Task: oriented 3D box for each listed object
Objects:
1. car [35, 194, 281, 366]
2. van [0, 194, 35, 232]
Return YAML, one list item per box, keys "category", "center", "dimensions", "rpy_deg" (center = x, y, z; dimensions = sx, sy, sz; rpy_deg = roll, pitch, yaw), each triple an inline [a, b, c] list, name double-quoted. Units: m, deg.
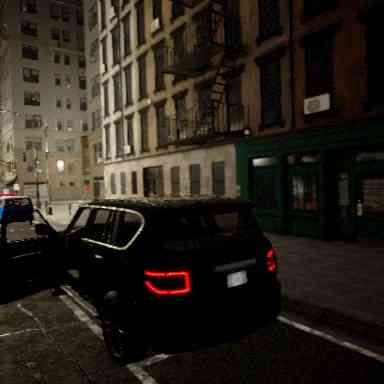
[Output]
- category: "car"
  center: [-1.033, 1.083, 6.005]
  dimensions: [2.150, 2.045, 5.566]
  rpy_deg: [-3, 2, -35]
- category: "van"
  center: [-10.949, 1.131, 20.602]
  dimensions: [1.690, 1.788, 3.998]
  rpy_deg: [-3, 2, -35]
